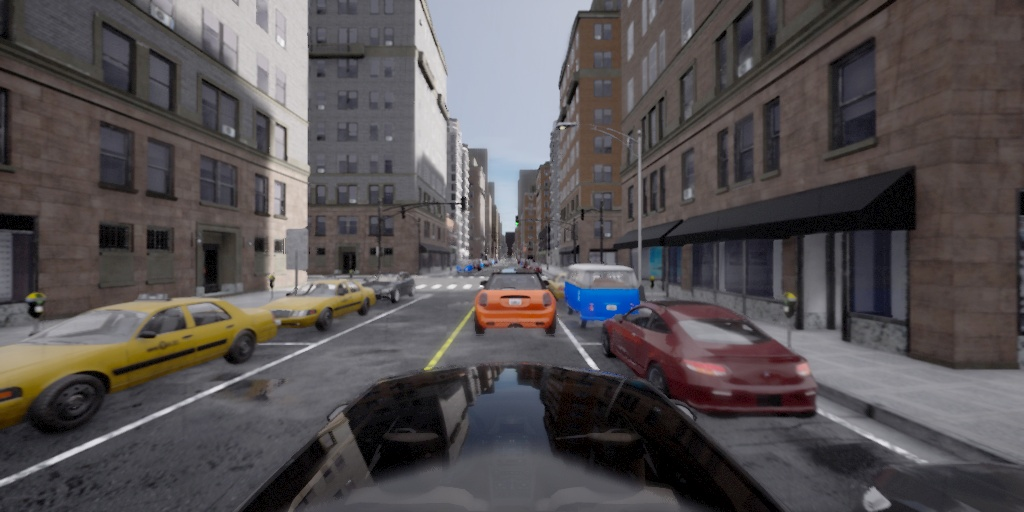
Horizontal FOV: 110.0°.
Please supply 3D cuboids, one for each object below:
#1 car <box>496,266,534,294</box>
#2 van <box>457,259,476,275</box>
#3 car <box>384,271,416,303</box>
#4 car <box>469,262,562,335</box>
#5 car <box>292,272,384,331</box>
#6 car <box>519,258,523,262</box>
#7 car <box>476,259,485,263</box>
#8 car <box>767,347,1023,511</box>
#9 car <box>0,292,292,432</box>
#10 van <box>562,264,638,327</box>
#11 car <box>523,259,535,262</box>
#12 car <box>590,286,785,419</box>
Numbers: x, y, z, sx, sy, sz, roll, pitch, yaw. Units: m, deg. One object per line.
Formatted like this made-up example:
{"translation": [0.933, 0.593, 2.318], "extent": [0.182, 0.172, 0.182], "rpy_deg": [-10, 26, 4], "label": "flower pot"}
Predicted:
{"translation": [0.313, 1.433, 22.935], "extent": [2.033, 1.411, 5.357], "rpy_deg": [0, 0, 5], "label": "car"}
{"translation": [-5.844, 1.357, 44.301], "extent": [1.690, 1.789, 3.998], "rpy_deg": [0, 0, 0], "label": "van"}
{"translation": [-5.854, 1.399, 17.106], "extent": [2.007, 1.370, 4.403], "rpy_deg": [0, 0, 0], "label": "car"}
{"translation": [0.088, 1.162, 10.904], "extent": [2.097, 1.767, 4.553], "rpy_deg": [0, 0, 0], "label": "car"}
{"translation": [-5.856, 1.339, 11.269], "extent": [1.751, 1.417, 4.829], "rpy_deg": [0, 0, 0], "label": "car"}
{"translation": [2.685, 1.397, 55.486], "extent": [2.192, 1.841, 5.009], "rpy_deg": [0, 0, 0], "label": "car"}
{"translation": [-5.841, 1.396, 55.474], "extent": [2.192, 1.841, 5.009], "rpy_deg": [0, 0, 0], "label": "car"}
{"translation": [2.666, 1.289, 0.111], "extent": [2.007, 1.370, 4.403], "rpy_deg": [0, 0, 0], "label": "car"}
{"translation": [-5.857, 1.302, 5.599], "extent": [1.751, 1.417, 4.829], "rpy_deg": [0, 0, 0], "label": "car"}
{"translation": [2.670, 1.155, 11.452], "extent": [1.690, 1.789, 3.998], "rpy_deg": [0, 0, 0], "label": "van"}
{"translation": [2.681, 1.457, 44.316], "extent": [1.967, 1.591, 4.097], "rpy_deg": [0, 0, 0], "label": "car"}
{"translation": [2.668, 1.360, 5.781], "extent": [1.802, 1.307, 4.207], "rpy_deg": [0, 0, 0], "label": "car"}
